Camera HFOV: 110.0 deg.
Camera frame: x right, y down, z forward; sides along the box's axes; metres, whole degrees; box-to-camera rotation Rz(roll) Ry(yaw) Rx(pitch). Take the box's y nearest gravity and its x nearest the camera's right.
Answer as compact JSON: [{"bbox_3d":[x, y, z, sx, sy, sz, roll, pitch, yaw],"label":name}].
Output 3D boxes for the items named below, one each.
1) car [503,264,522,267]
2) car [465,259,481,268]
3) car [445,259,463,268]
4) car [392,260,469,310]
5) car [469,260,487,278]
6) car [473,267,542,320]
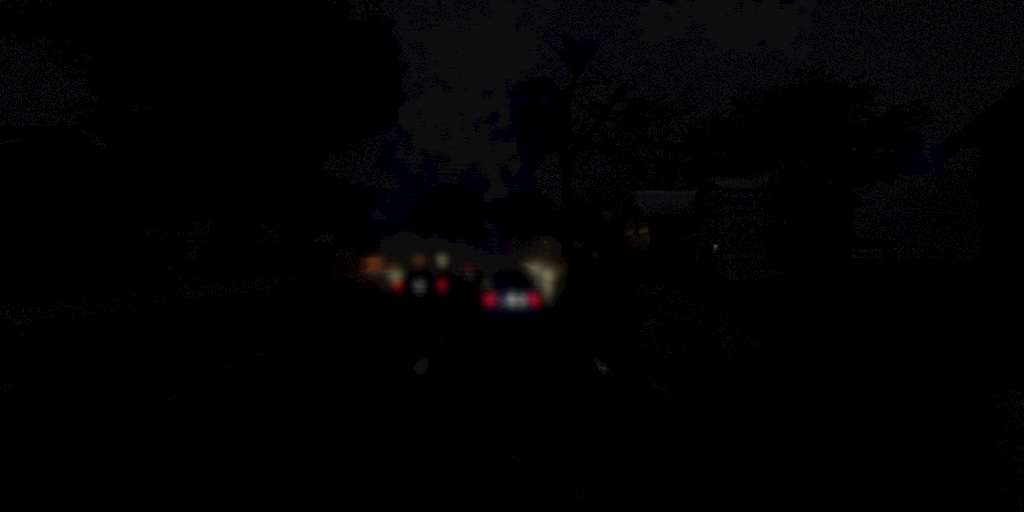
[{"bbox_3d":[0.047,1.311,29.088,1.895,1.301,4.718,0,0,0],"label":"car"},{"bbox_3d":[-6.520,1.302,60.800,2.033,1.411,5.357,0,0,1],"label":"car"},{"bbox_3d":[-9.770,1.303,60.802,2.033,1.411,5.357,0,0,1],"label":"car"},{"bbox_3d":[-3.202,1.076,14.602,2.097,1.767,4.553,0,0,0],"label":"car"},{"bbox_3d":[-3.198,1.202,29.682,2.128,1.511,4.902,0,0,0],"label":"car"},{"bbox_3d":[0.030,1.275,12.528,2.033,1.411,5.357,0,0,1],"label":"car"}]
